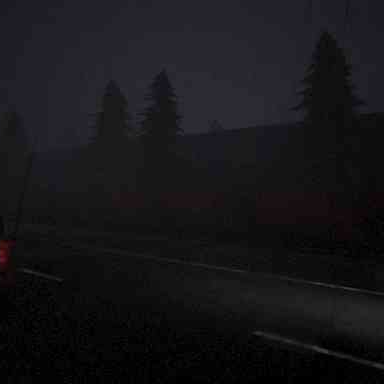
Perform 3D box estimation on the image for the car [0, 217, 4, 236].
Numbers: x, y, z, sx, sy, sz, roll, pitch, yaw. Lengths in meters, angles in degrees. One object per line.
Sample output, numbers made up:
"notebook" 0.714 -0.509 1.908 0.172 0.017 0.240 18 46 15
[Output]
"car" -10.976 1.435 16.140 4.892 1.490 1.837 1 0 36
